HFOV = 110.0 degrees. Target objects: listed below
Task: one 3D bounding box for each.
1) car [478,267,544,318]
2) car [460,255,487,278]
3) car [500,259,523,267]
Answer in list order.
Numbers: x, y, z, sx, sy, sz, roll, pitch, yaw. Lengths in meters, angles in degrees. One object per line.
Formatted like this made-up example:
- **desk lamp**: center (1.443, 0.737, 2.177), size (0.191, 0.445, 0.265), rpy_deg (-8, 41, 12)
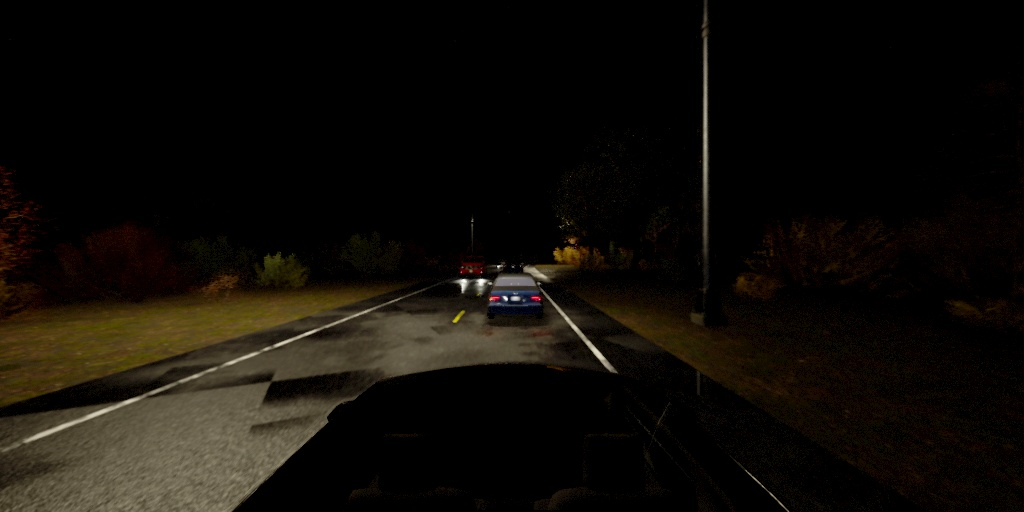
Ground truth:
- **car**: center (0.098, 1.298, 13.019), size (2.033, 1.411, 5.357), rpy_deg (0, 0, 0)
- **car**: center (-3.590, 0.972, 34.258), size (2.150, 2.045, 5.566), rpy_deg (0, 0, 0)
- **car**: center (0.120, 1.106, 37.598), size (2.097, 1.767, 4.553), rpy_deg (0, 0, 0)
